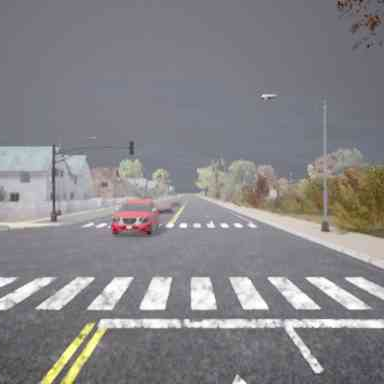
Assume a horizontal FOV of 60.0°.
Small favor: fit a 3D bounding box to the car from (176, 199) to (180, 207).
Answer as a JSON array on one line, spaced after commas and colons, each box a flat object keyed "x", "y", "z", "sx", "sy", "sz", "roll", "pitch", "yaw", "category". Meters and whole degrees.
[{"x": -3.245, "y": 1.958, "z": 62.535, "sx": 1.882, "sy": 1.535, "sz": 5.008, "roll": 0, "pitch": 0, "yaw": 0, "category": "car"}]

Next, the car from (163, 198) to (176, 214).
[{"x": -3.245, "y": 1.832, "z": 40.034, "sx": 1.882, "sy": 1.535, "sz": 5.008, "roll": 0, "pitch": 1, "yaw": 0, "category": "car"}]

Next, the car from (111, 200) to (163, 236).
[{"x": -3.248, "y": 1.493, "z": 19.948, "sx": 2.150, "sy": 2.045, "sz": 5.566, "roll": 0, "pitch": 0, "yaw": 0, "category": "car"}]
